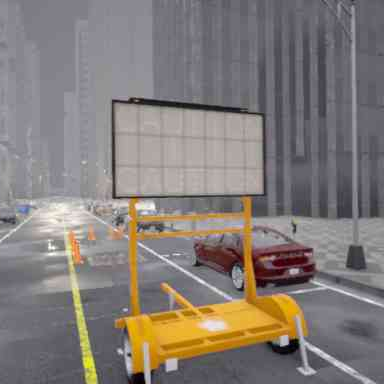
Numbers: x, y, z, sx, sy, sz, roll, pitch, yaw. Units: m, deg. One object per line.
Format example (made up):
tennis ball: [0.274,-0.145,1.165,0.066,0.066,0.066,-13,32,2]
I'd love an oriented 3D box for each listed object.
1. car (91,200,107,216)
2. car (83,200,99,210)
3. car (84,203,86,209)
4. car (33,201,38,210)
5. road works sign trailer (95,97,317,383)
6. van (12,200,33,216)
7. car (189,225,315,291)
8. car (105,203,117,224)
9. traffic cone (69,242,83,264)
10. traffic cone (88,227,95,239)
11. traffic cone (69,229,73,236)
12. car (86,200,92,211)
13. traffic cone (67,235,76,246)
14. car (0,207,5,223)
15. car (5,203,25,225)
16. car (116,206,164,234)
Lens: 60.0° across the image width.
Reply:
car: [-9.286,1.784,35.413,1.752,1.417,4.829,-1,0,-22]
car: [-15.549,1.944,50.950,2.008,1.369,4.403,-1,0,-22]
car: [-13.442,1.788,45.719,1.967,1.590,4.097,-1,0,-22]
car: [-25.564,2.080,52.993,2.008,1.369,4.403,-1,0,-22]
road works sign trailer: [-0.031,0.483,5.043,2.380,3.560,2.880,-1,0,-22]
van: [-19.240,1.736,37.298,1.690,1.788,3.998,-1,0,-22]
car: [1.322,1.562,9.098,1.887,1.381,4.507,-1,0,-22]
car: [-5.004,1.730,24.792,1.947,1.339,4.313,-1,0,-22]
traffic cone: [-3.811,2.049,11.053,0.340,0.580,0.340,-1,0,-22]
traffic cone: [-5.127,2.090,16.992,0.340,0.580,0.340,-1,0,-22]
traffic cone: [-5.307,2.084,14.763,0.340,0.580,0.340,-1,0,-22]
car: [-11.331,1.854,40.487,2.008,1.369,4.403,-1,0,-22]
traffic cone: [-4.559,2.066,12.908,0.340,0.580,0.340,-1,0,-22]
car: [-10.803,1.647,16.371,1.967,1.590,4.097,-1,0,-22]
car: [-15.019,1.868,26.835,1.947,1.339,4.313,-1,0,-22]
car: [-2.895,1.666,19.561,2.008,1.369,4.403,-1,0,-22]
